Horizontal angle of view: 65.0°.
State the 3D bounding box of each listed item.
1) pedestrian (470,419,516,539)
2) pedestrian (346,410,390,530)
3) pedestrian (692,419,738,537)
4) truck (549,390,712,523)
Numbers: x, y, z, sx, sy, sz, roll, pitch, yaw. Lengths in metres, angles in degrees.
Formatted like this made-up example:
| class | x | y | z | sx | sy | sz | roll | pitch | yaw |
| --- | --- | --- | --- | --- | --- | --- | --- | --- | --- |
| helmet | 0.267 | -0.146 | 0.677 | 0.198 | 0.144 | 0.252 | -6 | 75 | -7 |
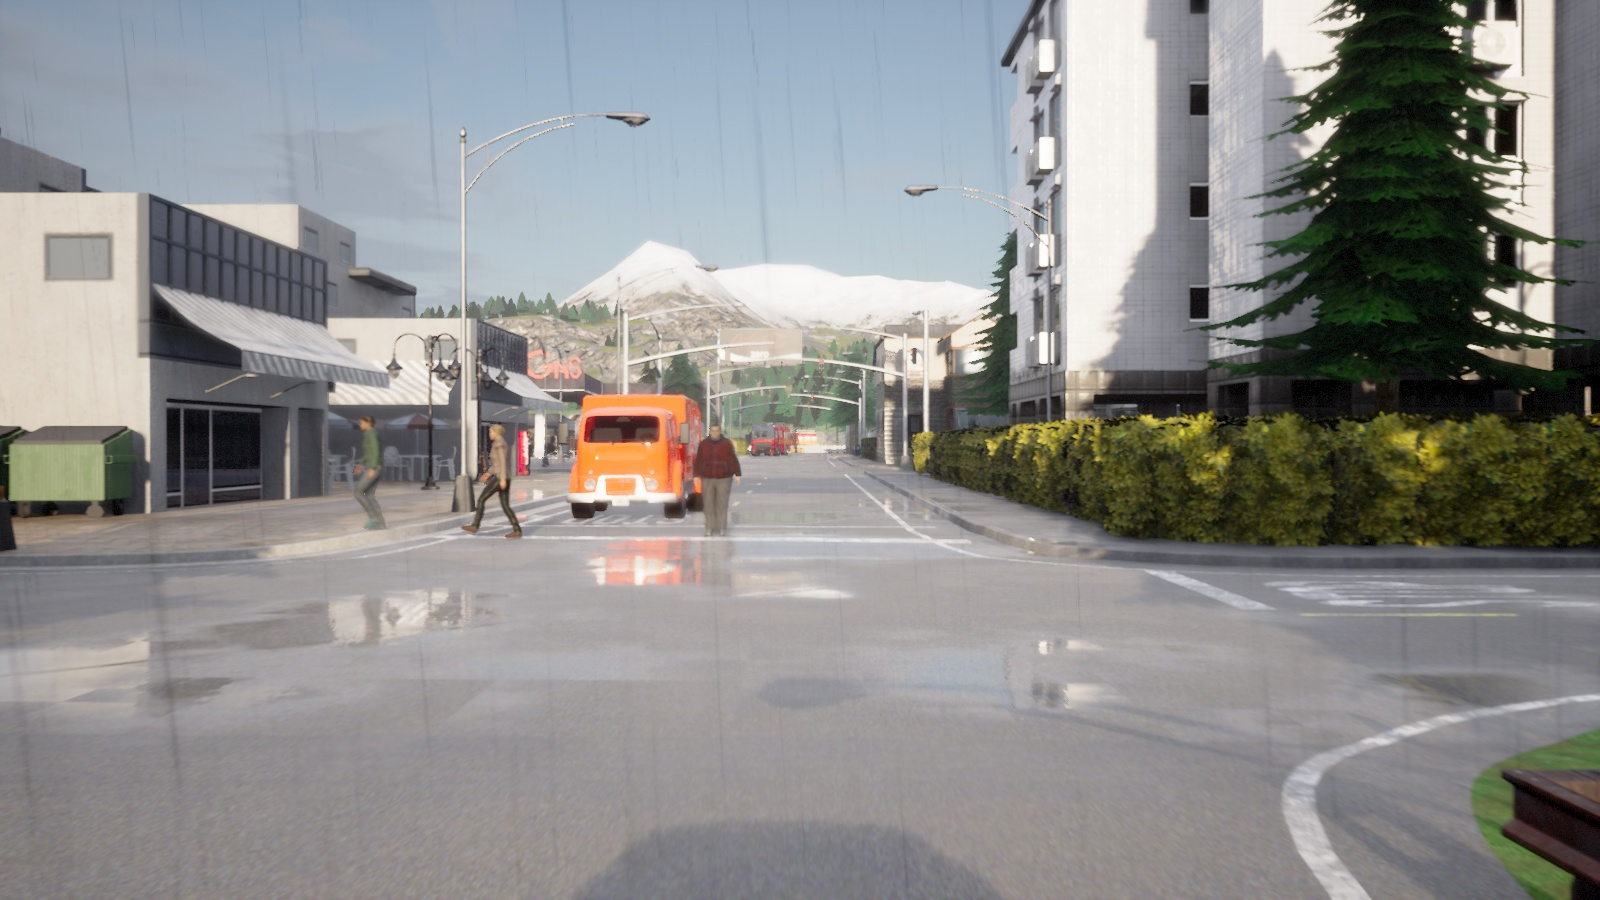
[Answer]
| class | x | y | z | sx | sy | sz | roll | pitch | yaw |
| --- | --- | --- | --- | --- | --- | --- | --- | --- | --- |
| pedestrian | -4.770 | 0.449 | 19.524 | 0.634 | 1.846 | 0.331 | 0 | 0 | 1 |
| pedestrian | -6.705 | 0.307 | 19.510 | 0.614 | 1.847 | 0.353 | 0 | 0 | -15 |
| pedestrian | -1.345 | 0.431 | 19.942 | 0.634 | 1.844 | 0.899 | 0 | 0 | 2 |
| truck | -3.337 | 0.094 | 25.935 | 2.627 | 2.467 | 5.204 | 0 | 1 | 0 |
